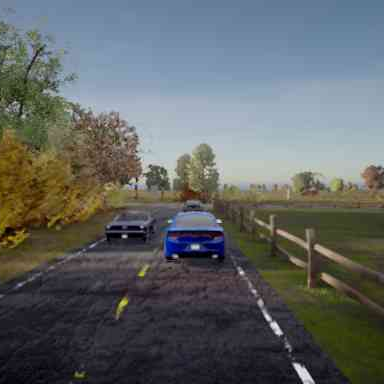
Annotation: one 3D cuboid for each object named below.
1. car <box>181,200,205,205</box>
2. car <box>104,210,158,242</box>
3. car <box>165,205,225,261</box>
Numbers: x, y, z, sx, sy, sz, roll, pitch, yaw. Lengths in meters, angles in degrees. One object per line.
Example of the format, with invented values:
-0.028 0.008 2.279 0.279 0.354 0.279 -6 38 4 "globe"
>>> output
0.104 1.462 29.867 1.837 1.490 4.892 0 0 0 "car"
-2.847 1.578 16.326 1.895 1.301 4.718 0 0 0 "car"
0.100 1.461 12.216 1.882 1.535 5.008 0 0 0 "car"
